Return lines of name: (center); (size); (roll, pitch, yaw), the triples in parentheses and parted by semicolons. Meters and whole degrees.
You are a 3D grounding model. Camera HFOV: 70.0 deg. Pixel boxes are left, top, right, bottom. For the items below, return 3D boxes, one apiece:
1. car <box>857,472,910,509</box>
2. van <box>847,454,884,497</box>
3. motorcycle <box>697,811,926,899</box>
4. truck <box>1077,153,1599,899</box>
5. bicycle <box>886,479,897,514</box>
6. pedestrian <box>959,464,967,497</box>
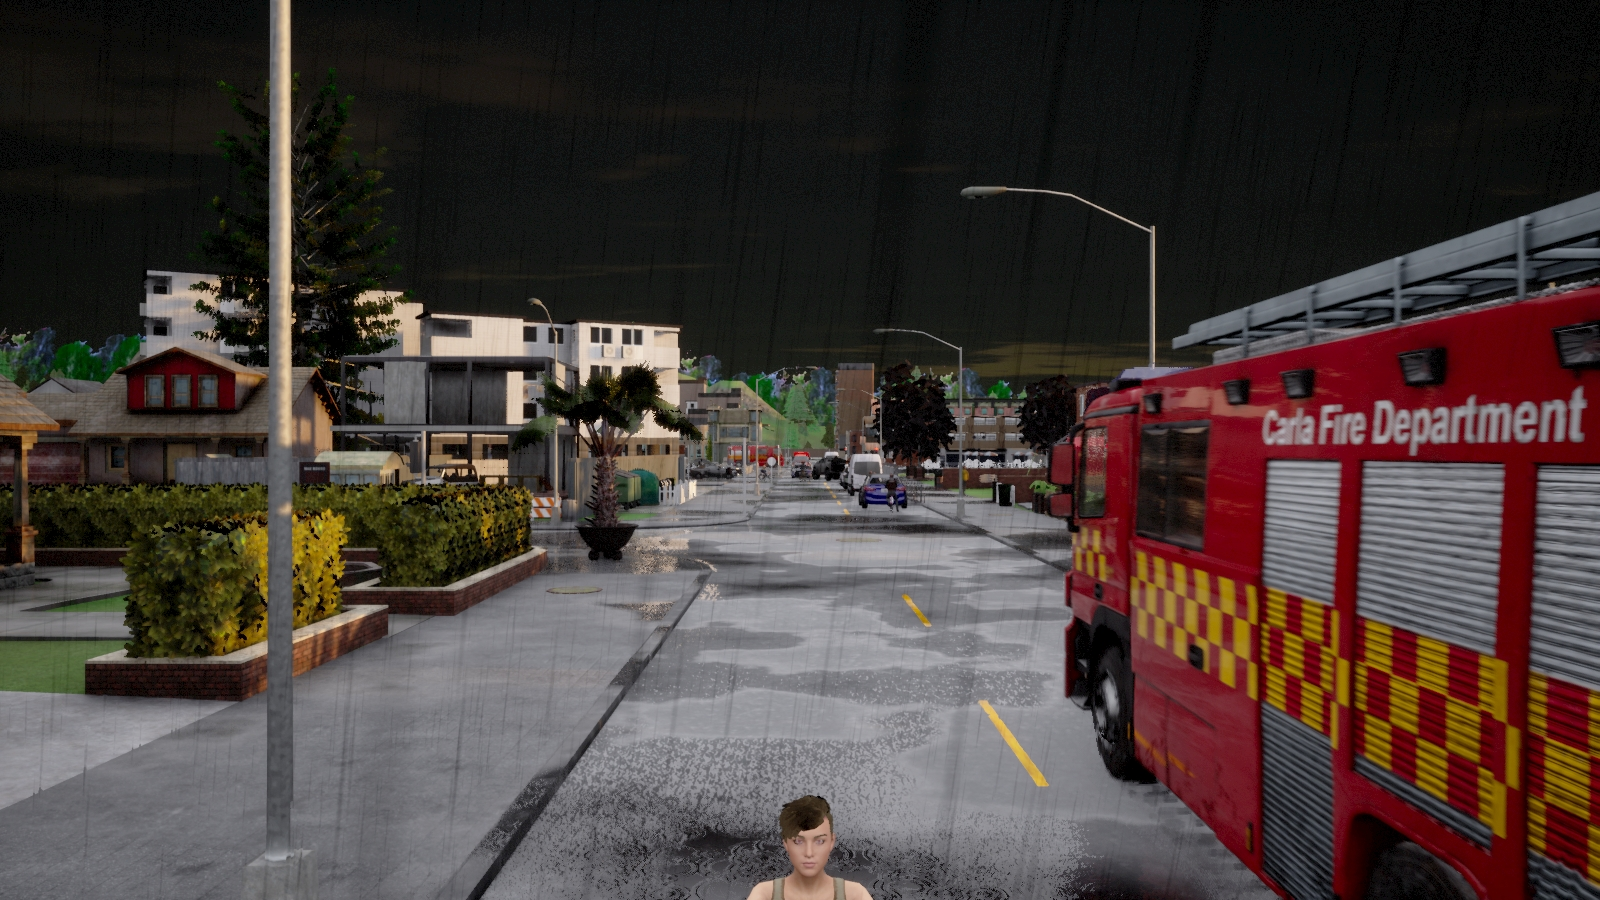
car: (4.046, 1.967, 56.171); (2.242, 1.667, 4.611); (0, 0, 0)
van: (4.045, 1.534, 71.355); (1.988, 2.561, 5.915); (0, 0, 0)
motorcycle: (0.039, 2.155, 3.558); (0.764, 1.307, 2.356); (0, 0, 0)
truck: (4.232, 0.890, 7.429); (2.891, 3.827, 8.468); (0, 0, 1)
bicycle: (4.077, 2.060, 50.936); (0.329, 1.471, 1.835); (0, 0, 0)
pedestrian: (9.302, 1.744, 65.174); (0.375, 1.860, 0.375); (0, 0, -1)
